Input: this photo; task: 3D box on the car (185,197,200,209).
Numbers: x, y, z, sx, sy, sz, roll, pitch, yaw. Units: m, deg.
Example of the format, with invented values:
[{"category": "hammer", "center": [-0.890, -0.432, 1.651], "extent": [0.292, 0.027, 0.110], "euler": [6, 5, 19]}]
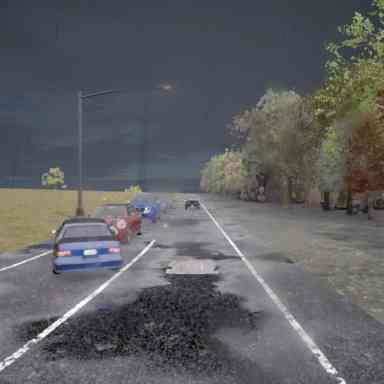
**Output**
[{"category": "car", "center": [0.053, 1.500, 44.272], "extent": [1.837, 1.490, 4.892], "euler": [0, 0, 0]}]

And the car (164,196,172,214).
[{"category": "car", "center": [-3.598, 1.351, 35.285], "extent": [2.097, 1.767, 4.553], "euler": [0, 0, 0]}]

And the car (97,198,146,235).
[{"category": "car", "center": [-3.673, 1.353, 15.618], "extent": [2.097, 1.767, 4.553], "euler": [0, 0, 1]}]

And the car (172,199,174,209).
[{"category": "car", "center": [-3.599, 1.347, 45.292], "extent": [2.097, 1.767, 4.553], "euler": [0, 0, 0]}]

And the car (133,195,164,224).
[{"category": "car", "center": [-3.607, 1.222, 25.281], "extent": [2.150, 2.045, 5.566], "euler": [0, 0, -1]}]

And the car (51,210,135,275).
[{"category": "car", "center": [-3.439, 1.549, 10.648], "extent": [2.033, 1.411, 5.357], "euler": [0, 0, -21]}]
